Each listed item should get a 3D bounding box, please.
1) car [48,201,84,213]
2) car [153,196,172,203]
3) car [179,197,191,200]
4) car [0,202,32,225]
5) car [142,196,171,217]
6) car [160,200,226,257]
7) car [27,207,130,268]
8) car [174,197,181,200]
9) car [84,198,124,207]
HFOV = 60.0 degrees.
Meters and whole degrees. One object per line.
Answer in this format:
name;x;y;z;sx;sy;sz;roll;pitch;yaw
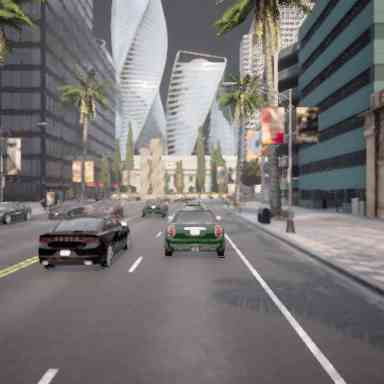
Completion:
car;-10.594;1.523;28.409;1.837;1.490;4.892;0;0;0
car;-6.086;1.567;68.817;1.812;1.442;4.674;0;0;25
car;0.104;1.512;31.748;2.128;1.511;4.902;0;0;0
car;-13.584;1.497;24.483;2.231;1.521;4.892;0;0;0
car;-3.398;1.372;31.552;2.097;1.767;4.553;0;0;0
car;0.102;1.360;13.156;2.097;1.767;4.553;0;0;0
car;-3.399;1.485;11.389;1.882;1.535;5.008;0;0;0
car;-2.042;1.637;69.010;1.895;1.301;4.718;0;0;25
car;-7.094;1.370;27.905;2.097;1.767;4.553;0;0;0
